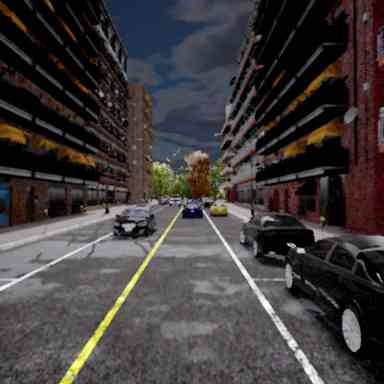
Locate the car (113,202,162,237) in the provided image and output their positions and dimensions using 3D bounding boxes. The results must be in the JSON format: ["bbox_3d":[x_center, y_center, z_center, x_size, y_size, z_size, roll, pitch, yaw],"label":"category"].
[{"bbox_3d":[-3.101,1.573,18.685,2.128,1.511,4.902,0,0,0],"label":"car"}]

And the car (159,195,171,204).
[{"bbox_3d":[-5.808,1.645,72.922,2.192,1.841,5.009,1,0,0],"label":"car"}]

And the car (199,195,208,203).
[{"bbox_3d":[2.839,1.697,84.024,2.192,1.841,5.009,1,0,0],"label":"car"}]

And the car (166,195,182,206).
[{"bbox_3d":[-3.001,1.491,60.961,2.150,2.045,5.566,0,0,0],"label":"car"}]

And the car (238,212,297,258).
[{"bbox_3d":[3.139,1.536,13.063,1.882,1.535,5.008,0,0,0],"label":"car"}]

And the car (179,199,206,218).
[{"bbox_3d":[0.070,1.707,32.289,1.994,1.385,4.181,0,0,1],"label":"car"}]

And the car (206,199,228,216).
[{"bbox_3d":[2.708,1.677,34.082,1.752,1.417,4.829,1,0,0],"label":"car"}]

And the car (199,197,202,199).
[{"bbox_3d":[0.059,1.732,46.172,1.812,1.442,4.674,0,0,0],"label":"car"}]

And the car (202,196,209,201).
[{"bbox_3d":[2.770,1.795,51.257,1.947,1.339,4.313,1,0,0],"label":"car"}]

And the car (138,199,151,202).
[{"bbox_3d":[-5.699,1.616,39.512,1.967,1.590,4.097,1,0,0],"label":"car"}]

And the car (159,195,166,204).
[{"bbox_3d":[-5.811,1.854,67.353,2.008,1.369,4.403,1,0,0],"label":"car"}]

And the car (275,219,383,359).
[{"bbox_3d":[3.139,1.505,6.063,1.882,1.535,5.008,0,0,0],"label":"car"}]

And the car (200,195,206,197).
[{"bbox_3d":[2.836,1.804,61.922,1.752,1.417,4.829,1,0,0],"label":"car"}]
